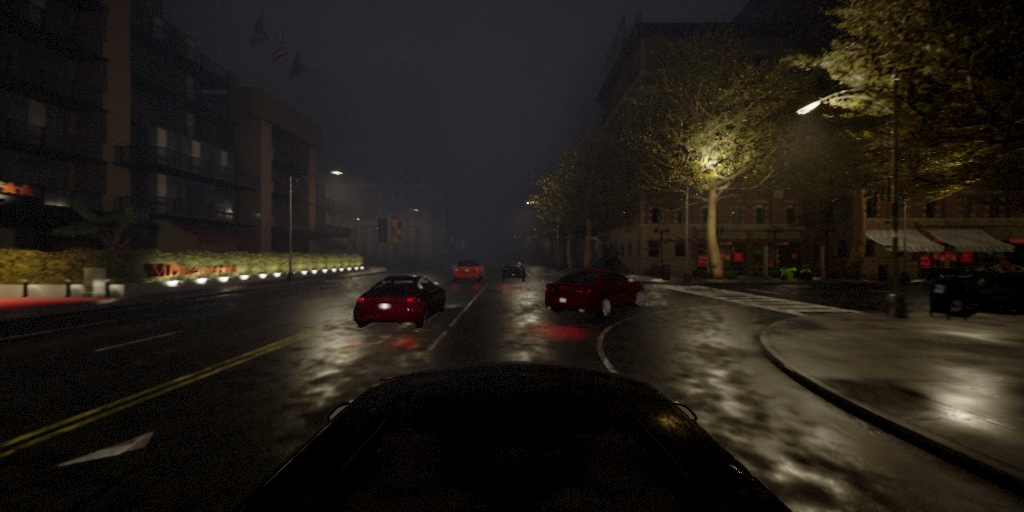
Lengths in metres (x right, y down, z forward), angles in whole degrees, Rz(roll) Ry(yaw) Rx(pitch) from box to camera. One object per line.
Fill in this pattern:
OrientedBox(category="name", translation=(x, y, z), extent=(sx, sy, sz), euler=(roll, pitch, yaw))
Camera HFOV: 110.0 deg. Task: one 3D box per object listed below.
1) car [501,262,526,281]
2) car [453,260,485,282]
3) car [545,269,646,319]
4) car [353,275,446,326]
OrientedBox(category="car", translation=(0.108, 1.222, 29.707), extent=(2.128, 1.511, 4.902), euler=(0, 0, 0))
OrientedBox(category="car", translation=(-3.393, 1.084, 29.041), extent=(2.097, 1.767, 4.553), euler=(0, 0, 0))
OrientedBox(category="car", translation=(3.179, 1.220, 13.063), extent=(1.882, 1.535, 5.008), euler=(-2, -1, 40))
OrientedBox(category="car", translation=(-3.399, 1.307, 11.593), extent=(1.994, 1.385, 4.181), euler=(0, 0, 0))
